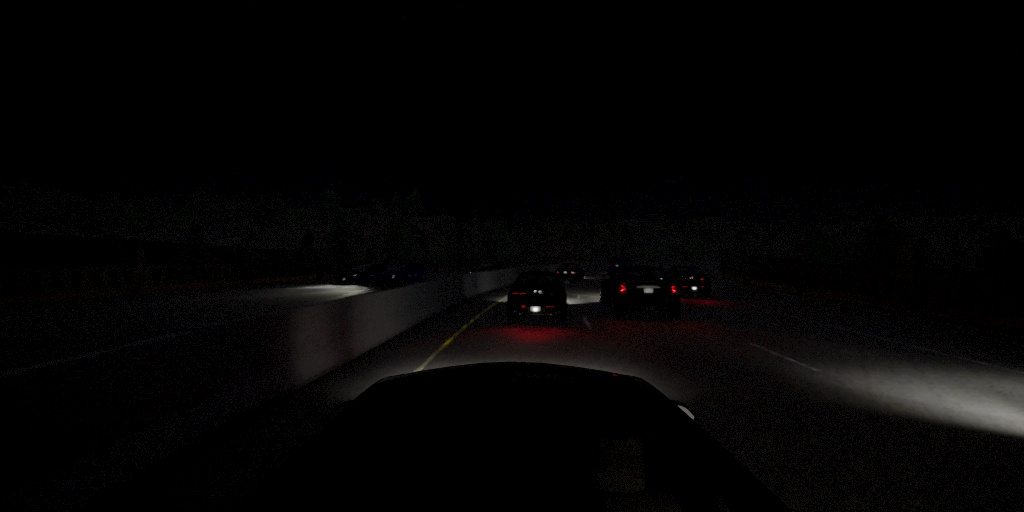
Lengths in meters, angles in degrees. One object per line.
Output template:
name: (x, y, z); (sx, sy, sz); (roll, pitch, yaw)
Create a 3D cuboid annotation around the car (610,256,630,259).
car: (11.118, 1.021, 36.489); (2.150, 2.045, 5.566); (0, 0, 23)

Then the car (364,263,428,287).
car: (-7.656, 1.248, 24.820); (1.882, 1.535, 5.008); (0, 0, 14)

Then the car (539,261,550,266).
car: (6.695, 1.491, 63.924); (1.895, 1.301, 4.718); (0, 0, 36)

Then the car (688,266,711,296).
car: (9.257, 1.289, 19.547); (1.837, 1.490, 4.892); (0, 0, 12)

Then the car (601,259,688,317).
car: (4.615, 1.125, 13.505); (2.097, 1.767, 4.553); (0, 0, 7)

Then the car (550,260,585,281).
car: (4.965, 1.340, 30.316); (2.033, 1.411, 5.357); (0, 0, 19)

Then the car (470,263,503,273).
car: (-2.135, 1.317, 31.500); (1.812, 1.442, 4.674); (0, 0, 18)

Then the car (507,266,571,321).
car: (0.971, 1.269, 12.670); (1.837, 1.490, 4.892); (0, 0, 7)

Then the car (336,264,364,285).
car: (-10.816, 1.295, 26.583); (1.812, 1.442, 4.674); (0, 0, 15)
